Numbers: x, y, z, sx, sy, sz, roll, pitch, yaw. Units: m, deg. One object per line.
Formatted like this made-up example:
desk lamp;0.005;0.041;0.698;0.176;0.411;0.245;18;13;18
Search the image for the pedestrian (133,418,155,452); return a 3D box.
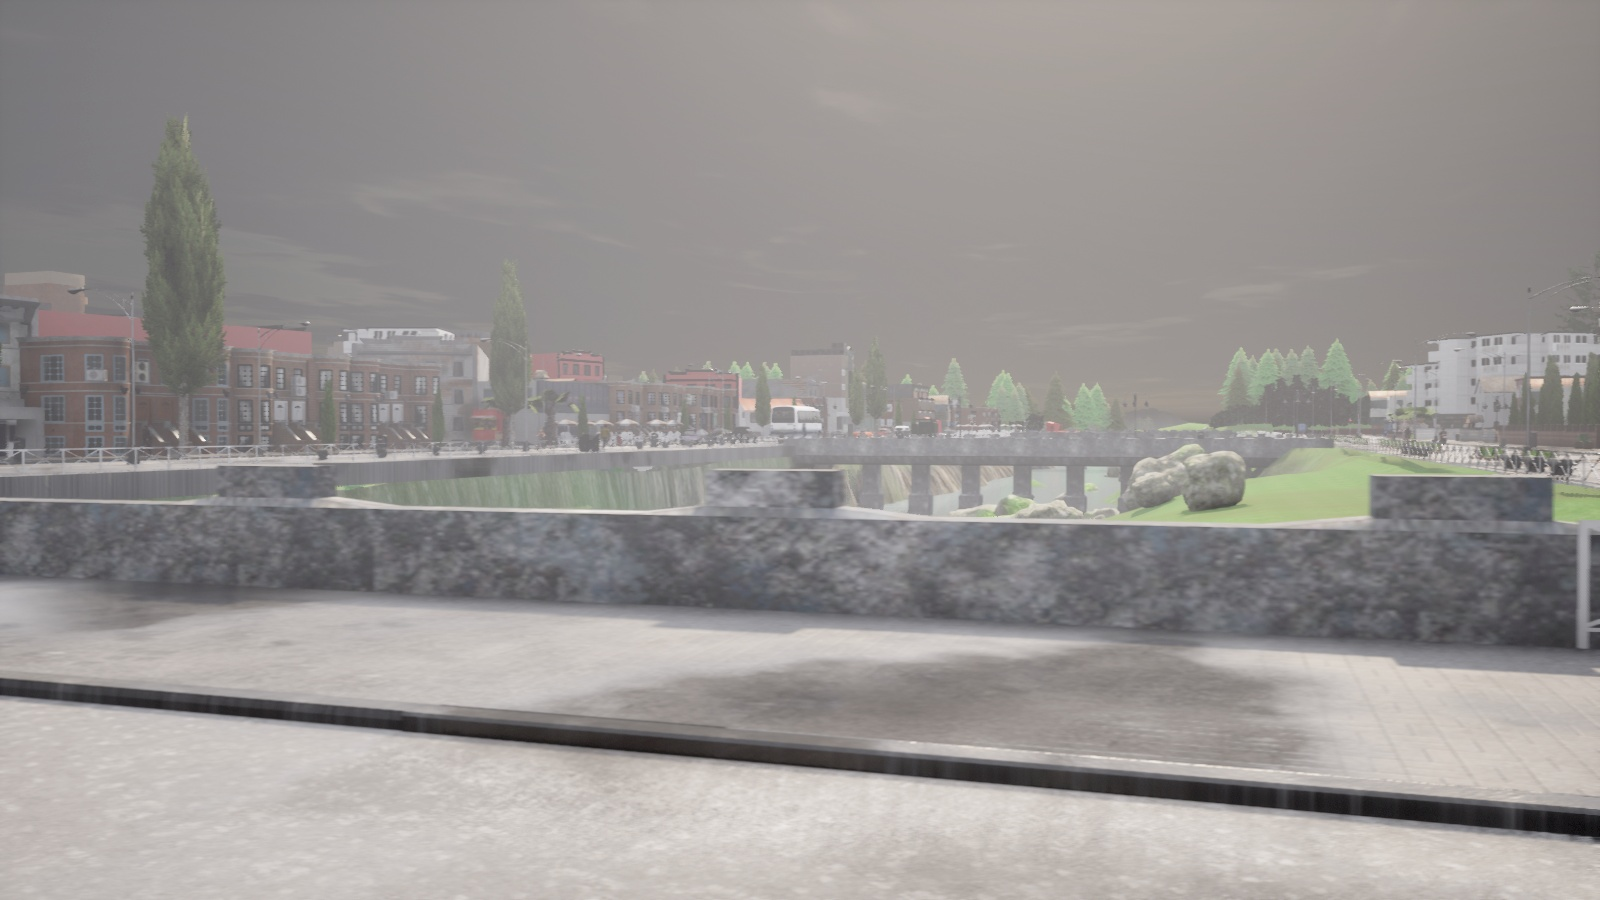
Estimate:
pedestrian;-36.640;-0.840;70.159;0.634;1.844;0.899;1;1;19
